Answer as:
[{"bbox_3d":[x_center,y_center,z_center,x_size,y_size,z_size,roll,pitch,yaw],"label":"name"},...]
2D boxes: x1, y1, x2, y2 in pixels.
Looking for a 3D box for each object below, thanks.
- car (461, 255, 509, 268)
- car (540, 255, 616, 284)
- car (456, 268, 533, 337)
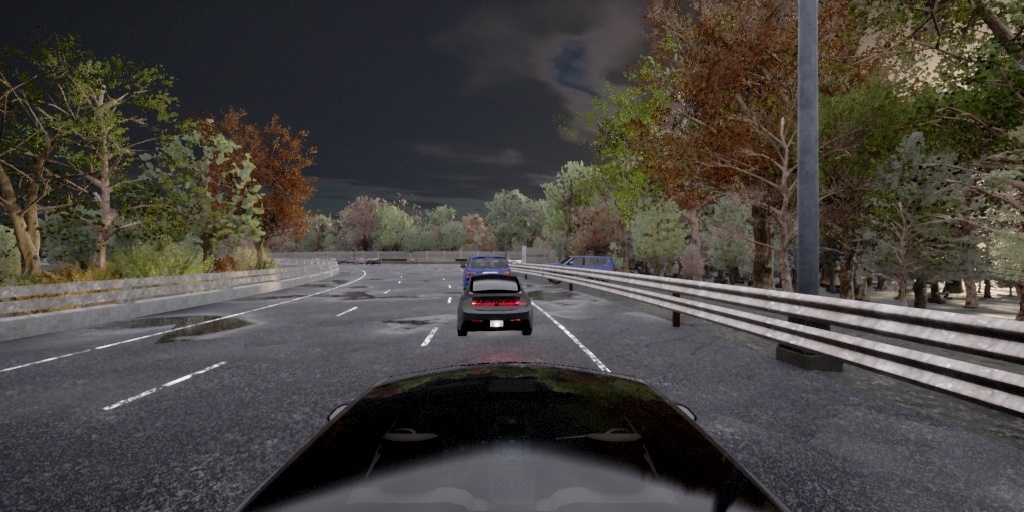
[{"bbox_3d":[-1.323,0.971,17.841,2.150,2.045,5.566,0,0,-9],"label":"car"},{"bbox_3d":[4.820,0.966,26.157,5.566,2.045,2.150,3,1,-6],"label":"car"},{"bbox_3d":[-0.554,1.254,10.366,1.837,1.490,4.892,0,0,-5],"label":"car"}]
